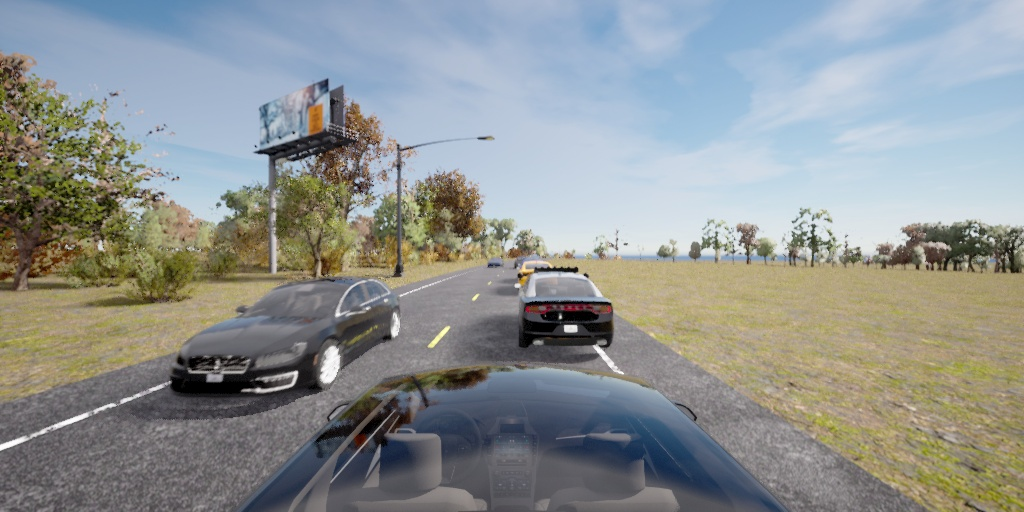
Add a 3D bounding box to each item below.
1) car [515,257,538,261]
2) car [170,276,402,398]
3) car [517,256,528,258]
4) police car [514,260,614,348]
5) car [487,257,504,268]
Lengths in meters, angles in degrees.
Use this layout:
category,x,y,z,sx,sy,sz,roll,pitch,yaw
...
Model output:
category,x,y,z,sx,sy,sz,roll,pitch,yaw
car,1.262,1.014,18.928,1.882,1.535,5.008,0,1,1
car,-3.557,1.185,6.742,1.837,1.490,4.892,0,1,1
car,1.424,0.956,24.906,1.882,1.535,5.008,0,1,2
police car,1.092,1.076,9.073,1.930,1.638,5.238,0,1,1
car,-2.133,0.861,48.290,2.033,1.411,5.357,0,0,4
